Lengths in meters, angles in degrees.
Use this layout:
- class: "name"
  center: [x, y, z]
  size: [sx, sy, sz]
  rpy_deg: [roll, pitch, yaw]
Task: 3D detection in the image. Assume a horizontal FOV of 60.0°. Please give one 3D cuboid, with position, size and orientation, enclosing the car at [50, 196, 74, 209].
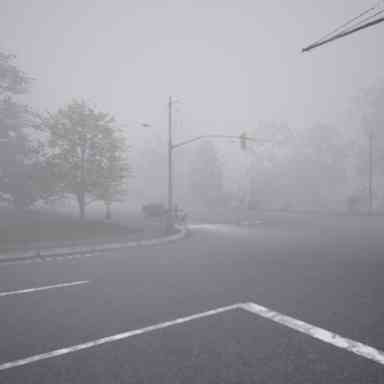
- class: "car"
  center: [-18.269, 1.419, 46.637]
  size: [2.097, 1.767, 4.553]
  rpy_deg: [0, 0, -39]

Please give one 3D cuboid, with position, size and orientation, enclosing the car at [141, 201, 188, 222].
- class: "car"
  center: [-2.241, 1.522, 26.485]
  size: [2.128, 1.511, 4.902]
  rpy_deg: [0, 0, -37]
